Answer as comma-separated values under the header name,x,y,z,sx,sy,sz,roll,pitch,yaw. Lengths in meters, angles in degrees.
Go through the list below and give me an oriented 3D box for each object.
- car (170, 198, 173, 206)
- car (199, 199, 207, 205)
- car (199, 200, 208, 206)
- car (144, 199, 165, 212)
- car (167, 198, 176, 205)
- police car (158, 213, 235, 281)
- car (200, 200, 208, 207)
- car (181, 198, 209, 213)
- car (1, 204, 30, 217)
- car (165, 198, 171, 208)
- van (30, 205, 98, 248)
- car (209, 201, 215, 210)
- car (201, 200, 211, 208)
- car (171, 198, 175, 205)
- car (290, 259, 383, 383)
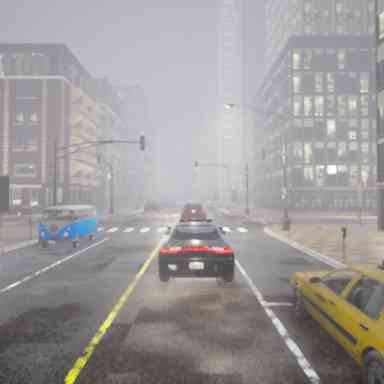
name,x,y,z,sx,sy,sz,roll,pitch,yaw
car,-5.620,2.516,70.568,1.802,1.307,4.206,0,-1,0
car,2.777,2.641,87.550,1.967,1.590,4.097,0,-1,0
car,2.771,2.677,81.886,1.947,1.339,4.313,0,-1,0
car,-5.638,1.920,47.924,2.192,1.841,5.009,0,-1,0
car,-5.597,2.607,93.222,2.192,1.841,5.009,0,-1,0
police car,0.110,1.622,10.354,2.038,1.542,4.974,0,-1,0
car,2.766,2.550,76.393,1.752,1.417,4.829,0,-1,0
car,0.126,1.712,29.549,2.097,1.767,4.553,0,-1,0
car,-19.022,1.911,34.938,4.507,1.381,1.887,0,-2,0
car,-5.624,2.414,64.906,1.947,1.339,4.313,0,-1,0
van,-5.645,1.524,15.521,1.690,1.788,3.998,1,-1,0
car,2.746,2.211,53.745,1.752,1.417,4.829,0,-1,0
car,2.756,2.376,65.069,1.752,1.417,4.829,0,-1,0
car,-5.614,2.462,76.232,1.967,1.590,4.097,0,-1,0
car,2.711,1.579,4.635,1.752,1.417,4.829,1,-1,0
